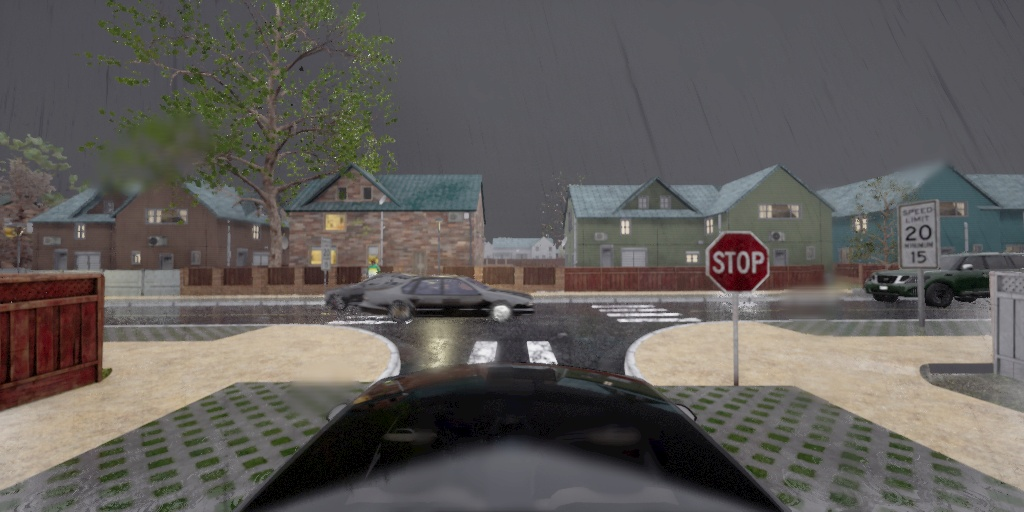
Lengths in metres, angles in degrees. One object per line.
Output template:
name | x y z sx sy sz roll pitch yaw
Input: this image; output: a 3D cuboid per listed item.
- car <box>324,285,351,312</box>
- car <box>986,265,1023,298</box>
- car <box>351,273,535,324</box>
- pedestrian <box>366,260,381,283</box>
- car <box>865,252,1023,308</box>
car | -5.034 1.400 14.465 4.674 1.442 1.812 -1 -1 1
car | 18.712 1.097 11.285 4.892 1.490 1.837 0 -1 1
car | -1.956 1.331 11.481 5.357 1.411 2.033 0 -1 1
pedestrian | -6.764 1.106 17.401 0.375 1.860 0.375 0 -1 1
car | 17.551 0.898 14.253 5.566 2.045 2.150 0 -1 1
